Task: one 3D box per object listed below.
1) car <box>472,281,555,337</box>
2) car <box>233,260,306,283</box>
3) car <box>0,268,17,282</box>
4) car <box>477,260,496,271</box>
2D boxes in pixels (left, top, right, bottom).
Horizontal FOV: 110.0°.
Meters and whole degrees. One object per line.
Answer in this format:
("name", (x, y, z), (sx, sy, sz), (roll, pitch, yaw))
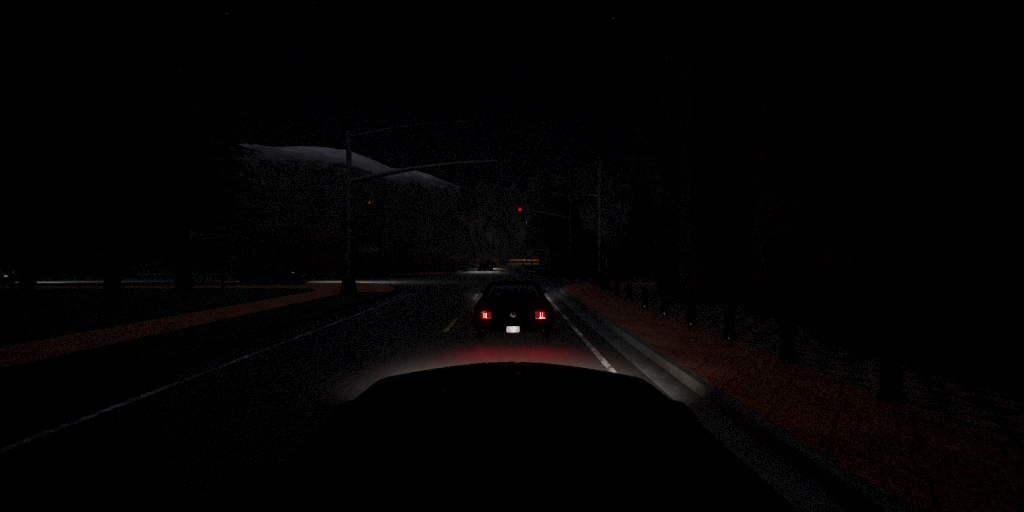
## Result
("car", (0.042, 1.351, 10.230), (1.895, 1.301, 4.718), (0, 0, 0))
("car", (-18.196, 1.227, 27.070), (4.902, 1.511, 2.128), (0, 0, -1))
("car", (-39.934, 1.227, 26.523), (4.902, 1.511, 2.128), (0, 0, -2))
("car", (-3.691, 1.228, 49.830), (1.882, 1.535, 5.008), (0, 0, 0))
